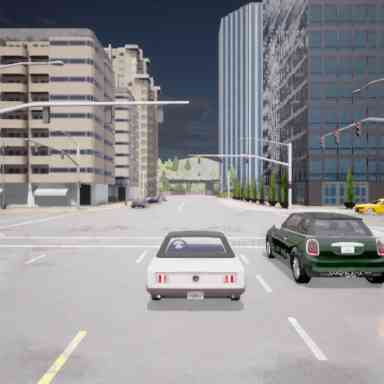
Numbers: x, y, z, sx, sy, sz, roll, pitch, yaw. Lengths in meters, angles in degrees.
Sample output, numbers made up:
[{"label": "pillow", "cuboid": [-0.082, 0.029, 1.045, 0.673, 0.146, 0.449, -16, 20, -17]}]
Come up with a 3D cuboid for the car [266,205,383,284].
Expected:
[{"label": "car", "cuboid": [3.594, 1.351, 9.777, 2.097, 1.767, 4.553, 0, 0, 0]}]

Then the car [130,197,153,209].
[{"label": "car", "cuboid": [-7.036, 1.544, 45.222, 2.033, 1.411, 5.357, 0, 0, 0]}]

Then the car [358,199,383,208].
[{"label": "car", "cuboid": [18.138, 1.420, 31.641, 5.008, 1.535, 1.882, 0, 0, 0]}]

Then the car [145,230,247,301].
[{"label": "car", "cuboid": [0.086, 1.600, 8.287, 1.895, 1.301, 4.718, 0, 0, 0]}]

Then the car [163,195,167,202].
[{"label": "car", "cuboid": [-6.902, 1.518, 76.281, 2.128, 1.511, 4.902, 0, 0, 0]}]

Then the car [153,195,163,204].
[{"label": "car", "cuboid": [-6.983, 1.596, 61.116, 1.895, 1.301, 4.718, 0, 0, 1]}]
